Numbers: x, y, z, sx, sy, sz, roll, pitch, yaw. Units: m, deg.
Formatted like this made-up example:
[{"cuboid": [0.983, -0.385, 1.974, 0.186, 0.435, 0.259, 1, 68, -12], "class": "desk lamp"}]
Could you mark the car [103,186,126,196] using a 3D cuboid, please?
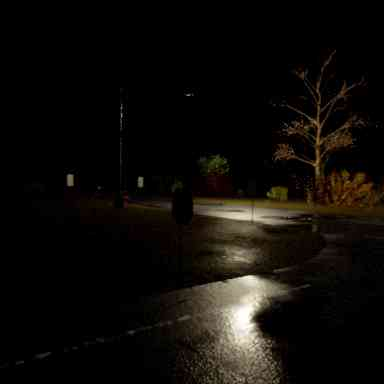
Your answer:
[{"cuboid": [-11.873, -0.205, 52.115, 1.812, 1.442, 4.674, 0, 2, -35], "class": "car"}]

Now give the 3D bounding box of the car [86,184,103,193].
[{"cuboid": [-17.417, -0.687, 59.900, 2.097, 1.767, 4.553, 0, 2, -35], "class": "car"}]
